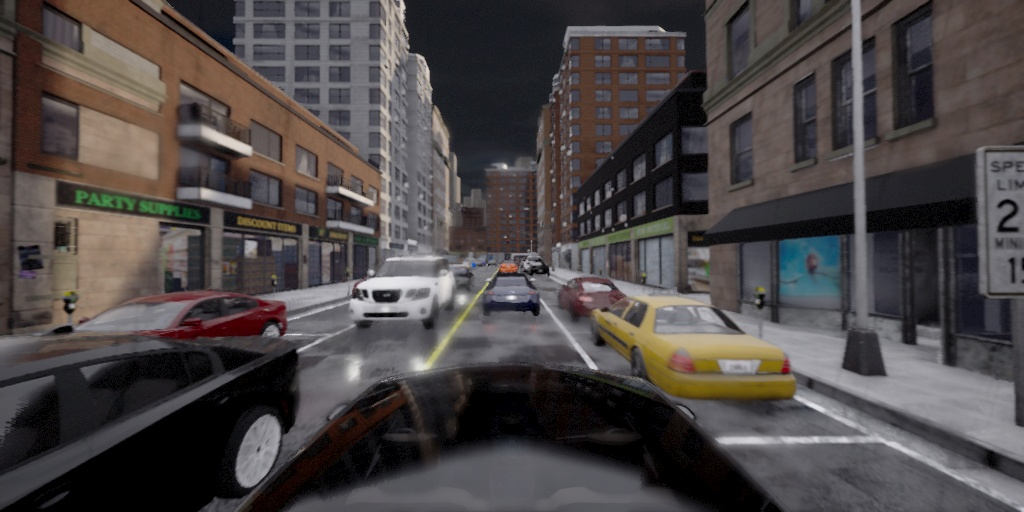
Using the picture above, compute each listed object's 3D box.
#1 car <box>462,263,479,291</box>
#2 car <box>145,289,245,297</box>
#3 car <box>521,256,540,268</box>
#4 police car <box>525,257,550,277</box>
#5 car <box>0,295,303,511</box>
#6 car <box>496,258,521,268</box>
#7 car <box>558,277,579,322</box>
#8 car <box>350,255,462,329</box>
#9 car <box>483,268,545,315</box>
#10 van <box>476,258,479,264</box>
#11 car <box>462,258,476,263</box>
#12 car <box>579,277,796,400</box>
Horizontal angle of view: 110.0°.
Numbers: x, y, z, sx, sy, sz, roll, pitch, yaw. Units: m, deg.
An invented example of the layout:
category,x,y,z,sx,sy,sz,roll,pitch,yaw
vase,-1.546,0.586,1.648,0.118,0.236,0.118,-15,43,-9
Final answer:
category,x,y,z,sx,sy,sz,roll,pitch,yaw
car,-3.335,1.350,21.847,1.994,1.385,4.181,0,0,-1
car,-5.894,1.327,6.248,1.888,1.381,4.507,0,0,-1
car,2.577,1.026,43.446,2.150,2.045,5.566,0,0,-1
police car,2.696,1.210,36.525,1.930,1.638,5.238,0,0,-1
car,-3.079,1.244,1.639,1.882,1.535,5.008,0,0,-1
car,-0.409,1.165,41.291,2.097,1.767,4.553,0,0,-1
car,2.559,1.325,11.833,1.802,1.307,4.207,0,0,-1
car,-3.212,0.994,11.795,2.150,2.045,5.566,0,0,0
car,-0.039,1.322,13.589,1.994,1.385,4.181,0,0,-1
van,-6.541,1.236,55.579,1.690,1.789,3.998,0,0,-1
car,-6.467,1.399,49.927,1.751,1.417,4.829,0,0,-1
car,2.628,1.264,6.521,1.751,1.417,4.829,0,0,-1
